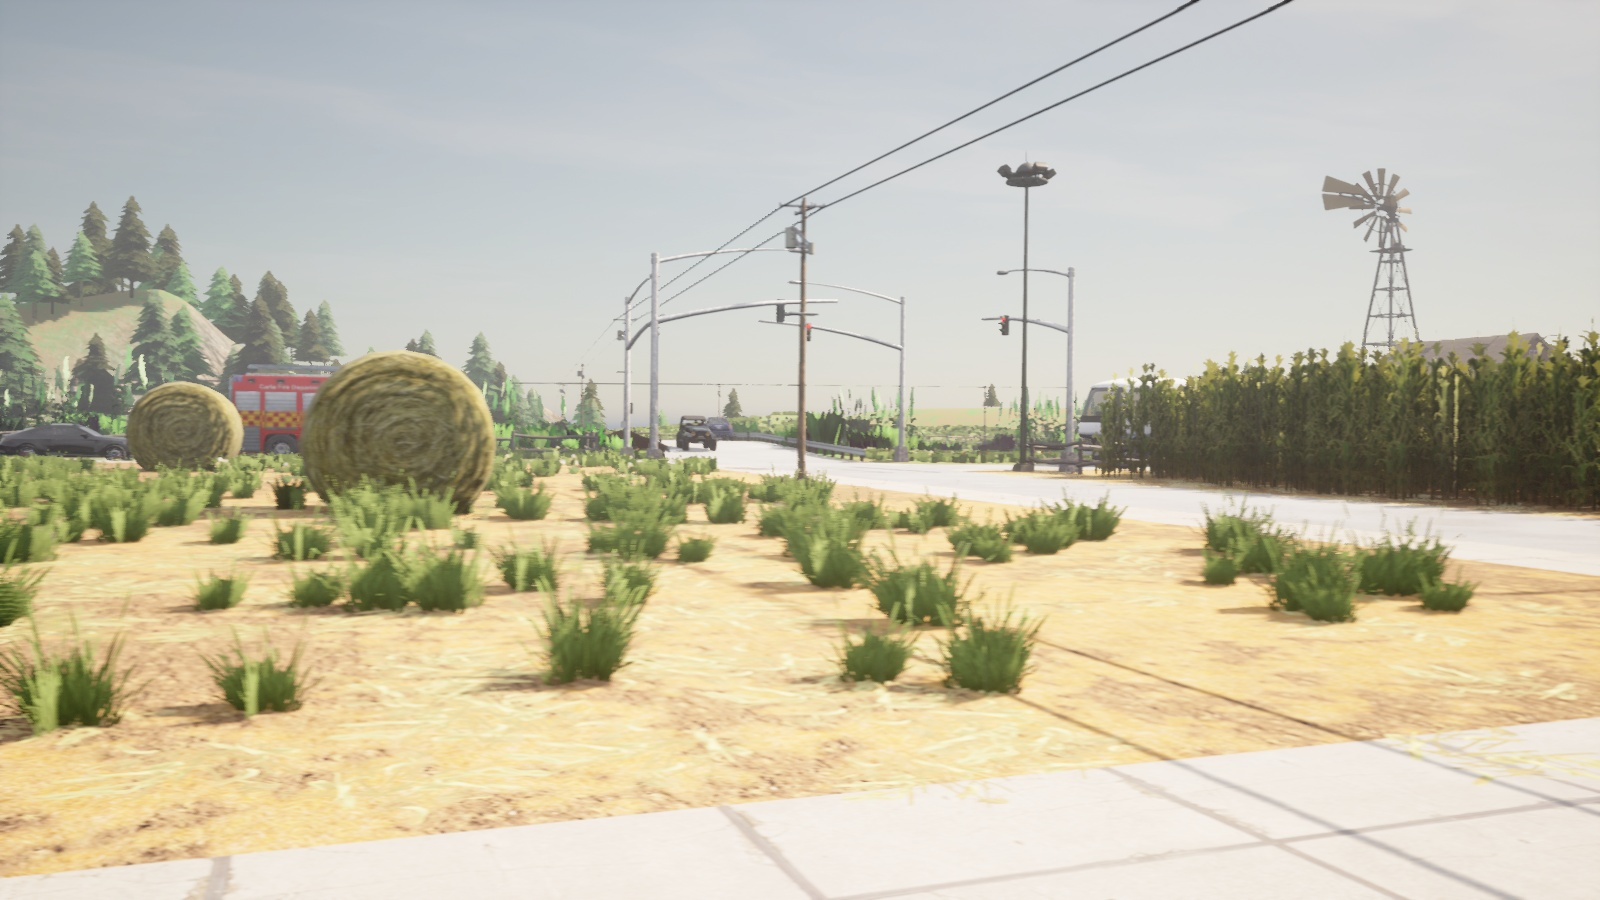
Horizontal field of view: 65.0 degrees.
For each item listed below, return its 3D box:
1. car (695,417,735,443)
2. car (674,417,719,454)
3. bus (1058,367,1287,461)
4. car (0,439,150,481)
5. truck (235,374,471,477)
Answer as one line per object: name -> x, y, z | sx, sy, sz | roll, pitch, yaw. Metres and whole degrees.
car -> -5.940, -1.389, 87.119 | 2.097, 1.767, 4.553 | -1, 1, -12
car -> -5.946, -0.853, 71.726 | 1.905, 1.878, 3.866 | -1, 4, -14
bus -> 18.018, -1.735, 60.739 | 10.273, 4.253, 3.944 | -1, 1, -20
car -> -26.966, 0.347, 46.686 | 4.674, 1.442, 1.812 | -1, 1, -17
truck -> -17.458, -0.993, 49.575 | 8.468, 3.827, 2.891 | -1, 1, -17
